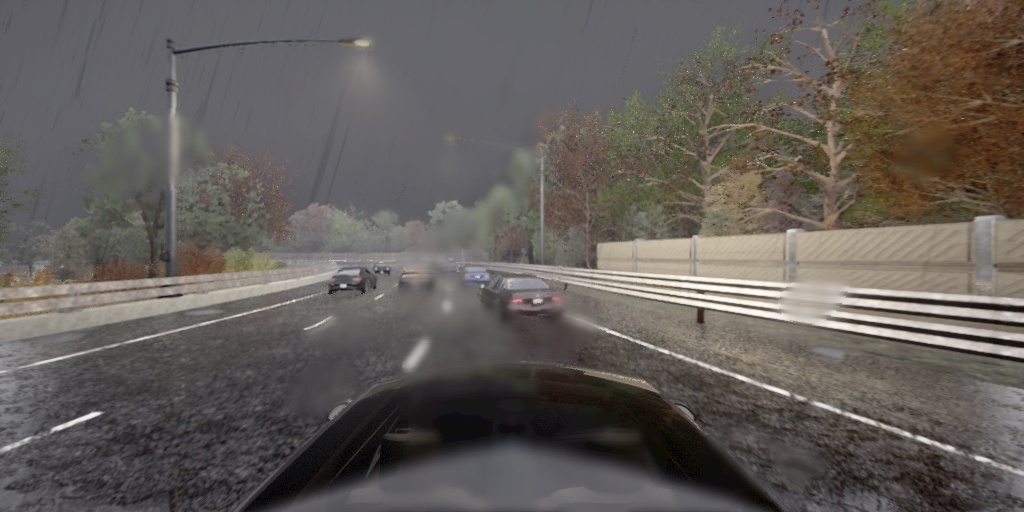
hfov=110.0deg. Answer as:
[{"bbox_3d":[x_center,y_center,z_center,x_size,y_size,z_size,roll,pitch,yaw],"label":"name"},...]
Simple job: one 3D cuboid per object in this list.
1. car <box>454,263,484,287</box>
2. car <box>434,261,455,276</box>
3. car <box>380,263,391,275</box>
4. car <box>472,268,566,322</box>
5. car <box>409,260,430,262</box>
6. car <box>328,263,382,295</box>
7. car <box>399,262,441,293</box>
[{"bbox_3d":[-2.671,1.362,24.965,2.033,1.411,5.357,0,0,-12],"label":"car"},{"bbox_3d":[-6.920,1.405,39.254,2.033,1.411,5.357,0,0,-20],"label":"car"},{"bbox_3d":[-15.210,1.477,41.686,1.895,1.301,4.718,0,0,-22],"label":"car"},{"bbox_3d":[0.119,1.326,12.498,2.033,1.411,5.357,0,0,-15],"label":"car"},{"bbox_3d":[-10.649,1.215,39.417,2.097,1.767,4.553,0,0,-20],"label":"car"},{"bbox_3d":[-8.888,1.337,20.259,1.812,1.442,4.674,0,0,-10],"label":"car"},{"bbox_3d":[-5.585,1.301,21.553,2.128,1.511,4.902,0,0,-10],"label":"car"}]
